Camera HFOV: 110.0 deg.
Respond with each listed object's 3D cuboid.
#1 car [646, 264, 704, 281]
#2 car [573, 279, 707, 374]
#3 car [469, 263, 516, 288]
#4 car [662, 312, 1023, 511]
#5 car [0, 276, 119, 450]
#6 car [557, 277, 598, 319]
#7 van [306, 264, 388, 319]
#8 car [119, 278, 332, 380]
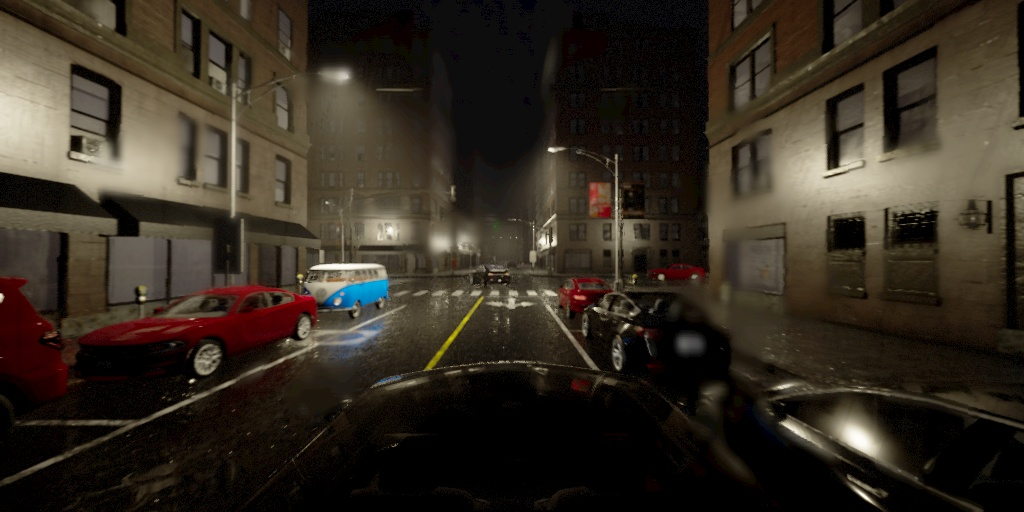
[{"bbox_3d":[14.894,1.472,32.872,5.008,1.535,1.882,0,-1,-1],"label":"car"},{"bbox_3d":[2.664,1.362,7.408,1.948,1.339,4.313,0,0,0],"label":"car"},{"bbox_3d":[-1.690,1.416,25.657,2.128,1.511,4.902,1,-1,-22],"label":"car"},{"bbox_3d":[2.668,1.317,1.823,1.948,1.339,4.313,0,0,0],"label":"car"},{"bbox_3d":[-5.857,1.066,1.811,2.192,1.841,5.009,0,0,0],"label":"car"},{"bbox_3d":[2.658,1.423,12.993,1.802,1.307,4.207,0,0,0],"label":"car"},{"bbox_3d":[-5.867,1.181,12.983,1.690,1.789,3.998,0,0,0],"label":"van"},{"bbox_3d":[-5.862,1.341,7.398,1.888,1.381,4.507,0,0,0],"label":"car"}]
